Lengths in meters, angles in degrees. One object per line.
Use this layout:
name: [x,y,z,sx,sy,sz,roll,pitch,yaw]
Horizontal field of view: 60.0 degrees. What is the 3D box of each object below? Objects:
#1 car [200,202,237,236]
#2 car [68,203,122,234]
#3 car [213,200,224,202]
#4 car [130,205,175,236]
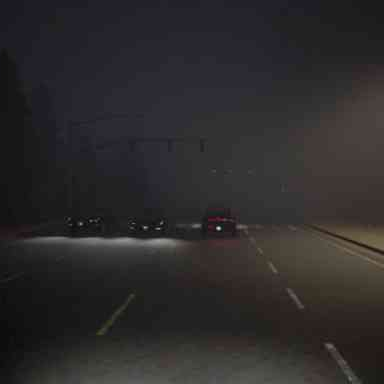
car: [1.502,1.561,18.867,1.837,1.490,4.892,0,0,4]
car: [-5.574,1.420,19.649,1.837,1.490,4.892,0,0,5]
car: [3.210,1.672,40.635,1.812,1.442,4.674,1,0,4]
car: [-2.123,1.541,18.936,1.837,1.490,4.892,0,-1,5]
